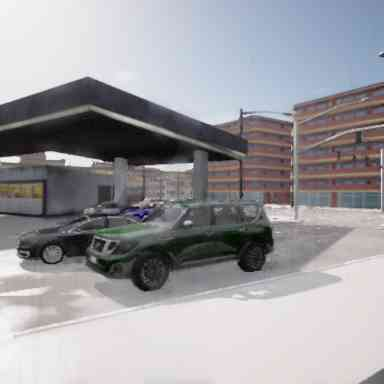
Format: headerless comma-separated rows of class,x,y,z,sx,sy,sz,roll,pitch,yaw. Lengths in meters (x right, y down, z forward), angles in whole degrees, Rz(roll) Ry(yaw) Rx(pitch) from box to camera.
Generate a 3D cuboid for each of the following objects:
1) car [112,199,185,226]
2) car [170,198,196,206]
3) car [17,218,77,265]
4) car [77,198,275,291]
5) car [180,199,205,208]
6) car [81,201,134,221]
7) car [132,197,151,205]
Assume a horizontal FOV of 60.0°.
car,-3.024,1.377,23.469,4.611,1.667,2.242,1,0,-35
car,-1.673,1.802,61.652,2.033,1.411,5.357,1,0,-36
car,-3.420,1.533,11.752,4.892,1.490,1.837,0,1,-28
car,-0.061,1.259,9.454,5.566,2.045,2.150,0,0,-35
car,0.009,1.793,53.343,1.994,1.385,4.181,1,0,-36
car,-6.982,1.532,27.702,3.806,1.475,1.970,1,0,-35
car,-10.233,1.756,67.351,1.812,1.442,4.674,1,0,-36
